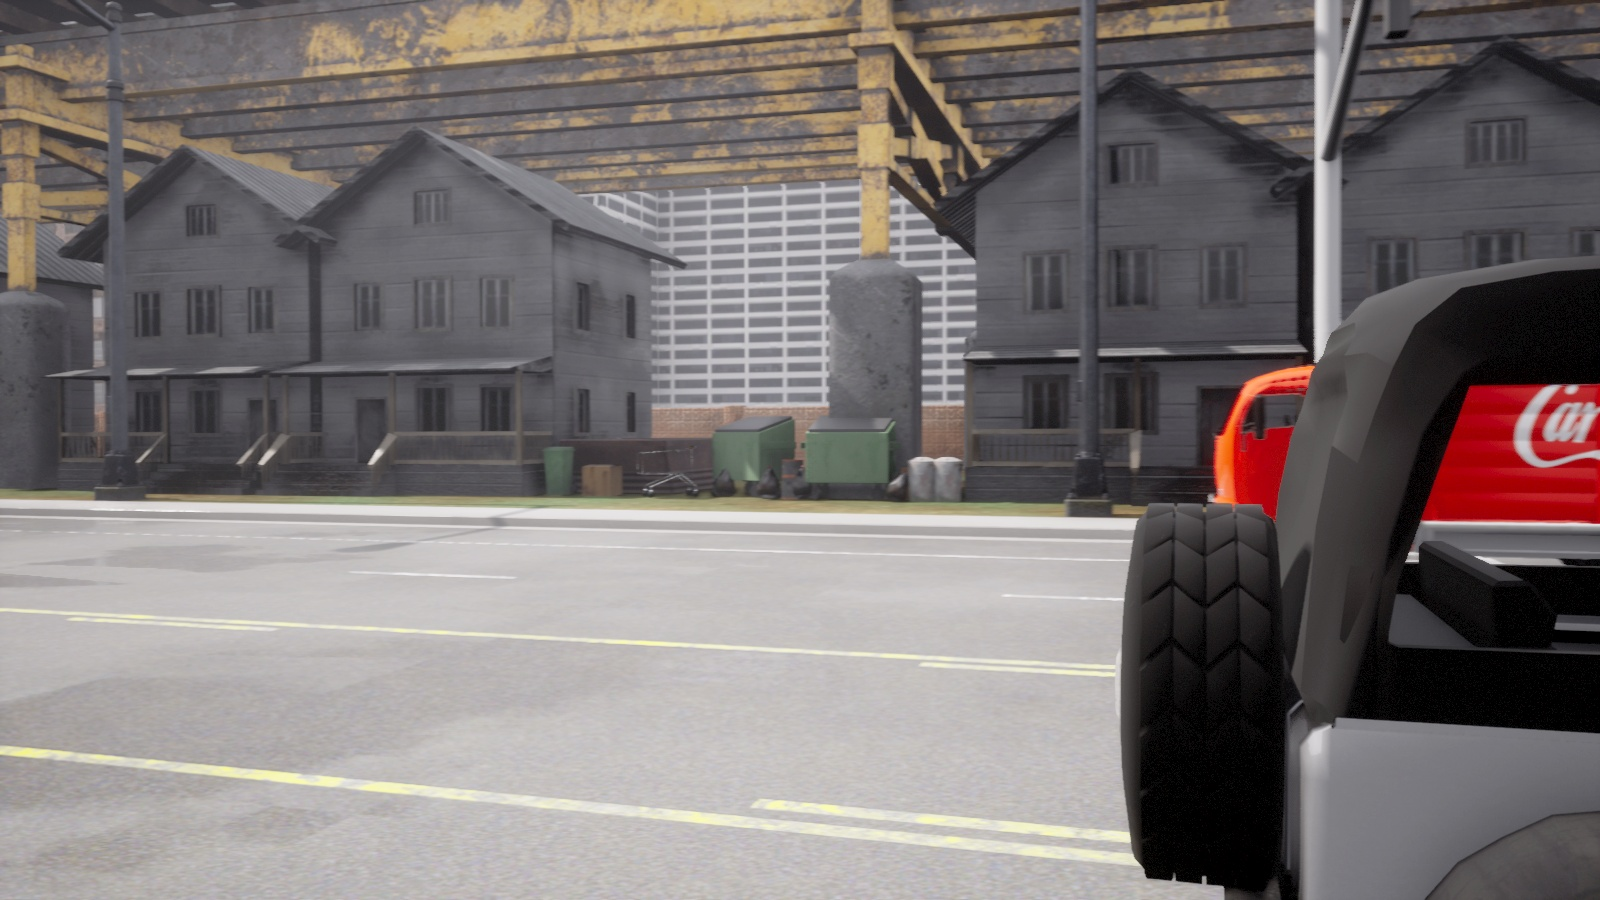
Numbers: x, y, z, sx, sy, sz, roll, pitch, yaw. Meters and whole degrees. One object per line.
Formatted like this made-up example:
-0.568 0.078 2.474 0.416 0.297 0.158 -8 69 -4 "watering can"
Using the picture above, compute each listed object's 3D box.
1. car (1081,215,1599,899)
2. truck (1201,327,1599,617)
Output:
2.594 0.593 2.382 3.866 1.878 1.905 0 1 18 "car"
6.612 0.167 12.116 5.204 2.467 2.627 0 1 18 "truck"
